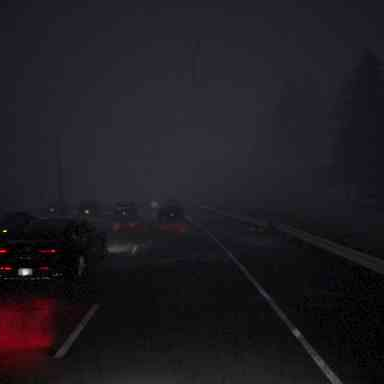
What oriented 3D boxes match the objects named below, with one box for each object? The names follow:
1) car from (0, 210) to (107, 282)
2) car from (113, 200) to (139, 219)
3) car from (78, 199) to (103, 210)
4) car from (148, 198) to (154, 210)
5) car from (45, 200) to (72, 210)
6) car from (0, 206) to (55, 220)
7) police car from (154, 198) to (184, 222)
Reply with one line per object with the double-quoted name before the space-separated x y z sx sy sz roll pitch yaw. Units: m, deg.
"car" -3.768 1.492 9.697 1.837 1.490 4.892 0 0 -3
"car" -5.548 1.450 28.149 2.128 1.511 4.902 0 0 -8
"car" -9.615 1.462 31.650 1.837 1.490 4.892 0 0 -9
"car" -4.298 1.460 41.432 1.812 1.442 4.674 0 0 -11
"car" -13.440 1.484 33.329 1.812 1.442 4.674 0 0 -9
"car" -7.534 1.510 13.832 1.812 1.442 4.674 0 0 -4
"police car" -1.723 1.383 25.914 1.930 1.638 5.238 0 0 -7
